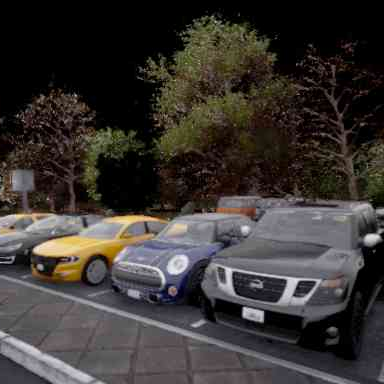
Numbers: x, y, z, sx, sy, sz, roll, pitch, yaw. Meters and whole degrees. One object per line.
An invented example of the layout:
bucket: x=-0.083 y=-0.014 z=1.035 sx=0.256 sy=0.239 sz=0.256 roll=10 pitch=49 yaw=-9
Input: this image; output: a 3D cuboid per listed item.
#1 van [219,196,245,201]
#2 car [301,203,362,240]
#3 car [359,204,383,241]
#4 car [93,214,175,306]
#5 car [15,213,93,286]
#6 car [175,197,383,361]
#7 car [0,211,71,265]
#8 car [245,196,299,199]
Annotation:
van: x=3.477 y=1.269 z=22.059 sx=1.878 sy=1.987 sz=4.442 roll=0 pitch=0 yaw=36
car: x=7.890 y=1.476 z=18.501 sx=1.946 sy=1.575 sz=5.366 roll=0 pitch=0 yaw=36
car: x=10.239 y=1.482 z=17.026 sx=2.231 sy=1.521 sz=4.892 roll=0 pitch=0 yaw=36
car: x=0.189 y=1.355 z=8.195 sx=2.185 sy=1.767 sz=4.553 roll=0 pitch=0 yaw=36
car: x=-2.077 y=1.484 z=9.800 sx=2.097 sy=1.535 sz=5.008 roll=0 pitch=0 yaw=36
car: x=2.402 y=1.230 z=6.525 sx=2.435 sy=2.045 sz=5.566 roll=0 pitch=0 yaw=36
car: x=-4.325 y=1.497 z=11.422 sx=2.231 sy=1.521 sz=4.892 roll=0 pitch=0 yaw=36
car: x=5.770 y=1.230 z=20.294 sx=2.435 sy=2.045 sz=5.566 roll=0 pitch=0 yaw=36
